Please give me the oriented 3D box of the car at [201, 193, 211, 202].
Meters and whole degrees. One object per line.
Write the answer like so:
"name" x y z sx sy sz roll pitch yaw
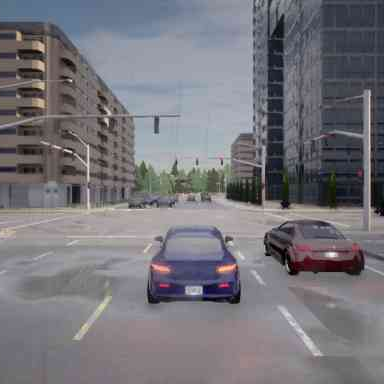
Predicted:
"car" 3.344 1.355 77.587 2.097 1.767 4.553 0 0 1

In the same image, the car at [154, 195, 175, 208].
"car" -3.993 1.352 48.931 2.097 1.767 4.553 0 0 0

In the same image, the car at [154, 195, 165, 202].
"car" -7.194 1.496 74.038 1.837 1.490 4.892 0 0 1

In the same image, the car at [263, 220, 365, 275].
"car" 3.555 1.564 10.444 1.994 1.385 4.181 0 0 0

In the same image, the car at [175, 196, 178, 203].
"car" -3.939 1.526 58.418 1.812 1.442 4.674 0 0 1

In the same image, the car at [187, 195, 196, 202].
"car" -0.157 1.540 77.379 2.033 1.411 5.357 0 0 1

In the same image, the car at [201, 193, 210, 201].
"car" 3.453 1.225 87.750 2.150 2.045 5.566 0 0 1

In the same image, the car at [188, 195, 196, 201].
"car" -0.048 1.525 87.723 2.128 1.511 4.902 0 0 1

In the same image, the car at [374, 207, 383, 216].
"car" 19.456 1.656 30.628 4.718 1.301 1.895 0 0 0

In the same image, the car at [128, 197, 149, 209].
"car" -7.503 1.505 45.970 1.837 1.490 4.892 0 0 1

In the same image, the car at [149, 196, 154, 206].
"car" -7.465 1.564 54.864 1.994 1.385 4.181 0 0 2

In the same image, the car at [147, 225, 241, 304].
"car" 0.046 1.526 8.021 1.812 1.442 4.674 0 0 0

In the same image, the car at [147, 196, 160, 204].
"car" -7.354 1.478 63.680 1.882 1.535 5.008 0 0 1
